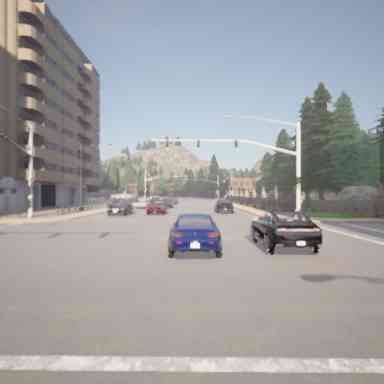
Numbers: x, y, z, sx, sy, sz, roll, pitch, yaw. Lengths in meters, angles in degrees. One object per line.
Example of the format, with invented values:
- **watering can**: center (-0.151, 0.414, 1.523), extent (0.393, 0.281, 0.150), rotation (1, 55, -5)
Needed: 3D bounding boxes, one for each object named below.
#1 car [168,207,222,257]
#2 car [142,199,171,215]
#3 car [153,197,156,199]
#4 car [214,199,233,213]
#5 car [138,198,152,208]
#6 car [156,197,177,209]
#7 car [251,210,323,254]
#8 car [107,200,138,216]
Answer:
- **car**: center (0.101, 1.516, 12.711), extent (1.812, 1.442, 4.674), rotation (0, 0, 0)
- **car**: center (-3.590, 1.672, 34.362), extent (1.895, 1.301, 4.718), rotation (0, 0, 0)
- **car**: center (-6.996, 1.697, 65.316), extent (1.994, 1.385, 4.181), rotation (0, 0, 0)
- **car**: center (3.603, 1.583, 38.147), extent (1.837, 1.490, 4.892), rotation (0, 0, 0)
- **car**: center (-7.075, 1.697, 46.647), extent (1.895, 1.301, 4.718), rotation (0, 0, 0)
- **car**: center (-3.576, 1.597, 46.444), extent (1.837, 1.490, 4.892), rotation (0, 1, 0)
- **car**: center (3.602, 1.487, 13.392), extent (2.128, 1.511, 4.902), rotation (0, 0, 0)
- **car**: center (-7.091, 1.559, 33.231), extent (2.128, 1.511, 4.902), rotation (0, 0, 0)
